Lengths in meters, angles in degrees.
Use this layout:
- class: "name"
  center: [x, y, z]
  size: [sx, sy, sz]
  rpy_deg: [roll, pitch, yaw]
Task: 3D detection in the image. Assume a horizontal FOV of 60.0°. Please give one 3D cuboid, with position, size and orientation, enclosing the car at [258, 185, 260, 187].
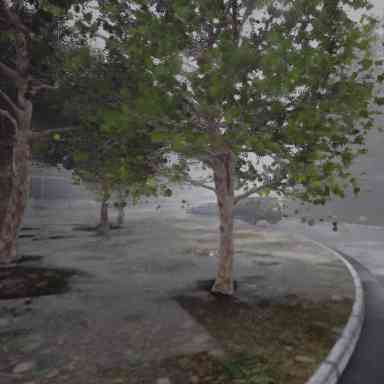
- class: "car"
  center: [17.575, -1.016, 90.254]
  size: [2.163, 1.488, 4.792]
  rpy_deg: [0, 3, 30]

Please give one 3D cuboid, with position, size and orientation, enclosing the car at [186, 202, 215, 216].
- class: "car"
  center: [1.933, 1.728, 32.937]
  size: [5.357, 1.411, 2.033]
  rpy_deg: [0, 0, 37]

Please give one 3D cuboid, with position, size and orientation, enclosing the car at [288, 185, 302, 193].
- class: "car"
  center: [24.389, -0.754, 78.575]
  size: [2.128, 1.511, 4.902]
  rpy_deg: [0, 3, 30]

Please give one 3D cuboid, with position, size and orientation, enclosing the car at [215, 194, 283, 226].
- class: "car"
  center: [4.348, 1.368, 25.283]
  size: [2.150, 2.045, 5.566]
  rpy_deg: [1, -1, -29]

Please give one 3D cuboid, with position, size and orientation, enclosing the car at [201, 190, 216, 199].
- class: "car"
  center: [3.691, 0.461, 66.095]
  size: [1.946, 1.575, 5.366]
  rpy_deg: [0, 3, 30]

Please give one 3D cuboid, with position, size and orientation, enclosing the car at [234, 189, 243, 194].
- class: "car"
  center: [9.194, -0.138, 75.656]
  size: [1.946, 1.575, 5.366]
  rpy_deg: [0, 3, 30]

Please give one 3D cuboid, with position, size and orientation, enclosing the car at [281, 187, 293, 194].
- class: "car"
  center: [19.367, -0.052, 69.919]
  size: [1.812, 1.442, 4.674]
  rpy_deg: [0, 3, 30]
